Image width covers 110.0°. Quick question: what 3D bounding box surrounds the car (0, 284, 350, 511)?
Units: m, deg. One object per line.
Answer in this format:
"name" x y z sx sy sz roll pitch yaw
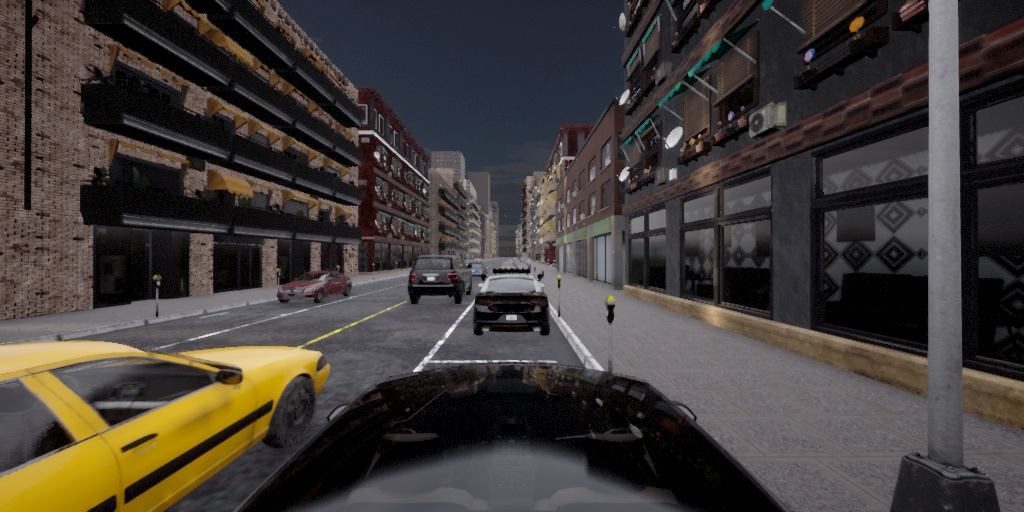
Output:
"car" -3.145 1.205 2.223 1.801 1.575 5.366 0 0 0

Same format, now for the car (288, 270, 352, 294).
"car" -8.837 1.333 16.462 1.802 1.307 4.207 0 0 0

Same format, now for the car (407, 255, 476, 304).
"car" -3.144 0.967 16.602 2.150 2.045 5.566 0 0 0

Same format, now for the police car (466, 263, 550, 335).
"police car" -0.011 1.175 10.609 1.930 1.638 5.238 0 0 0

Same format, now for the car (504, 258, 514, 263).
"car" -0.456 1.275 39.173 1.751 1.417 4.829 0 0 0

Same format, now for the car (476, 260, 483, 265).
"car" -3.144 1.297 31.584 2.033 1.411 5.357 0 0 0

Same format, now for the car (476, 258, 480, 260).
"car" -6.149 1.241 50.033 2.128 1.511 4.902 0 0 0
